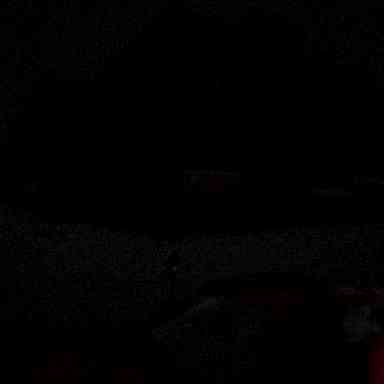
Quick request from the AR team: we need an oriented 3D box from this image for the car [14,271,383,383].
[{"bbox_3d":[0.675,1.559,3.234,4.507,1.381,1.887,0,0,-32],"label":"car"}]
